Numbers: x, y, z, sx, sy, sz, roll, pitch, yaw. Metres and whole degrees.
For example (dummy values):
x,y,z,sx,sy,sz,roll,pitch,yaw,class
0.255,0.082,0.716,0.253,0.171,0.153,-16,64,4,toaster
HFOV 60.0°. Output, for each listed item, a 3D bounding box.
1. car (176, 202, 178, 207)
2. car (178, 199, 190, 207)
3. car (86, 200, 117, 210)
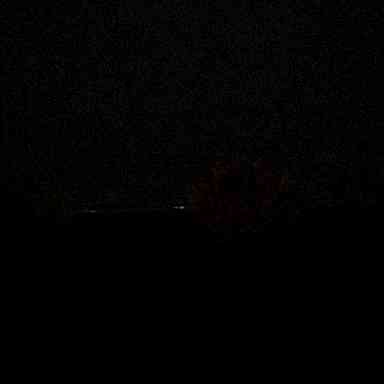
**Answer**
x,y,z,sx,sy,sz,roll,pitch,yaw,class
-1.207,2.164,66.007,1.837,1.490,4.892,-1,-2,36,car
0.138,2.056,61.812,1.837,1.490,4.892,-1,-1,36,car
-13.325,1.919,49.320,1.837,1.490,4.892,-1,-1,36,car
